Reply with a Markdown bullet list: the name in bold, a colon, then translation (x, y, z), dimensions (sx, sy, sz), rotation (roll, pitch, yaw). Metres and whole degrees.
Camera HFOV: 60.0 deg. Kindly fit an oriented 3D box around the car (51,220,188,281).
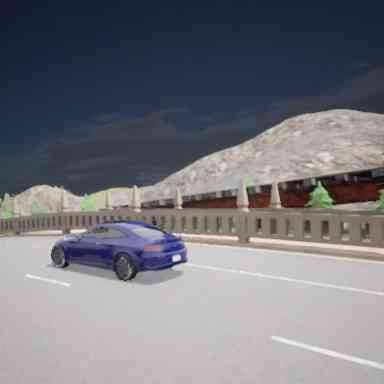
- **car**: translation (-2.264, 1.585, 9.928), dimensions (4.674, 1.442, 1.812), rotation (-2, -1, 36)
